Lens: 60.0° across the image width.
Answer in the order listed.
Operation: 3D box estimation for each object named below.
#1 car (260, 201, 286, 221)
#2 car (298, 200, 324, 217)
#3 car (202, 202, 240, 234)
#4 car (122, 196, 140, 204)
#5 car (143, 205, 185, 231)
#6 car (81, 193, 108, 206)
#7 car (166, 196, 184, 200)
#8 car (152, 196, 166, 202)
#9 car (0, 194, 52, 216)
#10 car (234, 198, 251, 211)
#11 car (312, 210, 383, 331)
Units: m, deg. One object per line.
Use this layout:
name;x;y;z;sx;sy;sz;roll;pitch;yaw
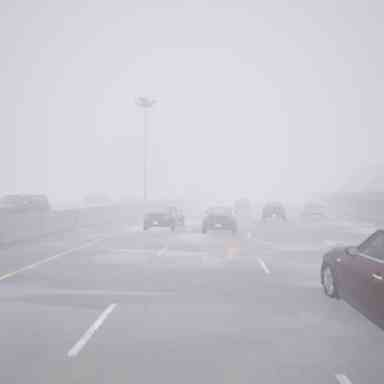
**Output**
car;6.732;1.531;27.541;1.837;1.490;4.892;0;0;12
car;11.143;1.518;31.285;1.882;1.535;5.008;0;0;13
car;1.675;1.535;19.251;1.812;1.442;4.674;0;0;8
car;-10.978;1.474;60.015;2.128;1.511;4.902;0;0;14
car;-1.658;1.526;20.559;1.812;1.442;4.674;0;0;9
car;-15.871;1.183;54.677;2.150;2.045;5.566;0;0;14
car;-2.821;1.501;63.954;1.882;1.535;5.008;0;0;14
car;-6.146;1.572;65.061;2.033;1.411;5.357;0;0;14
car;-12.099;1.192;23.179;2.150;2.045;5.566;0;0;9
car;6.200;1.533;40.877;1.837;1.490;4.892;0;0;13
car;3.854;1.365;5.583;2.097;1.767;4.553;0;0;3
